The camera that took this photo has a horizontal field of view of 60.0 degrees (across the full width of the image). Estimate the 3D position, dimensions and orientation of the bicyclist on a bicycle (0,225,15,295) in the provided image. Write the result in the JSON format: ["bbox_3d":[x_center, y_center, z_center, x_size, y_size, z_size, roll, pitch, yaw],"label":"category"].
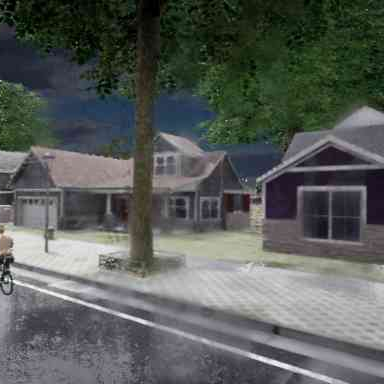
[{"bbox_3d":[-4.674,1.597,8.032,1.509,1.612,0.866,0,-2,36],"label":"bicyclist on a bicycle"}]
